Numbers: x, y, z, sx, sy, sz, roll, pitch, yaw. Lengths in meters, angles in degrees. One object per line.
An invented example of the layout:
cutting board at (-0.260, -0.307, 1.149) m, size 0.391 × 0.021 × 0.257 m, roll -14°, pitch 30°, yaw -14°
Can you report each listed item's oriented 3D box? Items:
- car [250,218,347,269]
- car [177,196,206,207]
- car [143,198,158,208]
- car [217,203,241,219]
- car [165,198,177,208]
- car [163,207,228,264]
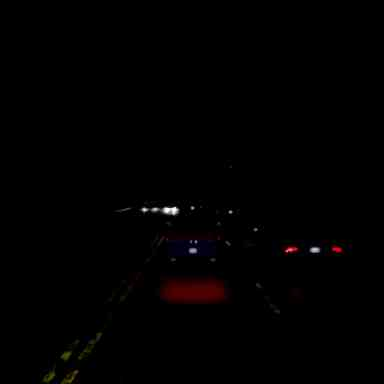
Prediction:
car at (3.299, 1.606, 11.365) m, size 2.033 × 1.411 × 5.357 m, roll 0°, pitch 0°, yaw 1°
car at (0.071, 1.368, 29.041) m, size 2.150 × 2.045 × 5.566 m, roll 0°, pitch 0°, yaw 0°
car at (-6.564, 1.738, 53.199) m, size 1.882 × 1.535 × 5.008 m, roll 0°, pitch 0°, yaw 0°
car at (3.331, 1.715, 30.611) m, size 1.994 × 1.385 × 4.181 m, roll 0°, pitch 0°, yaw 0°
car at (-3.315, 1.751, 53.276) m, size 2.128 × 1.511 × 4.902 m, roll 0°, pitch 0°, yaw 0°
car at (0.054, 1.540, 12.078) m, size 1.882 × 1.535 × 5.008 m, roll 0°, pitch 0°, yaw 1°
